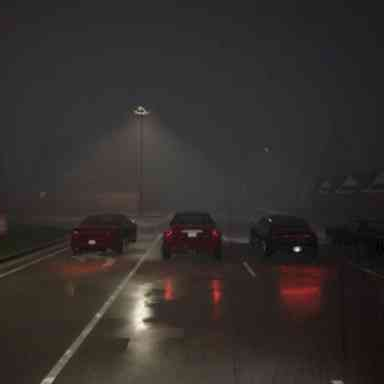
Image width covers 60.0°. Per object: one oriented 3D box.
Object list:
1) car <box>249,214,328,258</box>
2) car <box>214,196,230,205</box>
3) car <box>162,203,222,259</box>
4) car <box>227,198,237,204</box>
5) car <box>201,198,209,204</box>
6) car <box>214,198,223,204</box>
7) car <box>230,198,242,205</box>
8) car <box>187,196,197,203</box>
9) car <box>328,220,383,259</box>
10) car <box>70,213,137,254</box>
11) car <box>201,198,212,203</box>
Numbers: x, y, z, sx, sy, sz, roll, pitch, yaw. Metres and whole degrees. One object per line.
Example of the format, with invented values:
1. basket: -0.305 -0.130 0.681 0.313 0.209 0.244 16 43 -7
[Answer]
1. car: 3.523 1.656 13.489 1.837 1.490 4.892 0 0 1
2. car: 7.005 2.067 78.063 2.150 2.045 5.566 0 -1 0
3. car: 0.023 1.499 13.409 2.097 1.767 4.553 0 -1 0
4. car: 10.506 2.354 88.449 2.033 1.411 5.357 0 -1 0
5. car: 3.506 2.367 88.449 1.994 1.385 4.181 0 -1 0
6. car: 7.006 2.340 88.449 2.128 1.511 4.902 0 -1 0
7. car: 10.505 2.202 78.418 2.097 1.767 4.553 0 -1 0
8. car: 0.005 2.067 78.063 2.150 2.045 5.566 0 -1 0
9. car: 7.019 1.747 13.235 1.895 1.301 4.718 0 -1 0
10. car: -3.570 1.634 14.238 1.882 1.535 5.008 0 0 -1
11. car: 3.505 2.200 78.382 2.097 1.767 4.553 0 -1 0
